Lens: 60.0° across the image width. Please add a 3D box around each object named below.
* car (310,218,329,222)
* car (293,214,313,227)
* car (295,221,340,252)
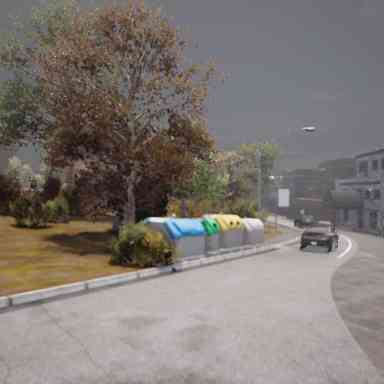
[{"bbox_3d":[14.862,4.017,37.695,1.882,1.535,5.008,0,-5,16],"label":"car"},{"bbox_3d":[17.170,4.434,51.076,2.150,2.045,5.566,0,-2,5],"label":"car"},{"bbox_3d":[8.338,2.920,21.643,1.837,1.490,4.892,1,-4,29],"label":"car"}]
